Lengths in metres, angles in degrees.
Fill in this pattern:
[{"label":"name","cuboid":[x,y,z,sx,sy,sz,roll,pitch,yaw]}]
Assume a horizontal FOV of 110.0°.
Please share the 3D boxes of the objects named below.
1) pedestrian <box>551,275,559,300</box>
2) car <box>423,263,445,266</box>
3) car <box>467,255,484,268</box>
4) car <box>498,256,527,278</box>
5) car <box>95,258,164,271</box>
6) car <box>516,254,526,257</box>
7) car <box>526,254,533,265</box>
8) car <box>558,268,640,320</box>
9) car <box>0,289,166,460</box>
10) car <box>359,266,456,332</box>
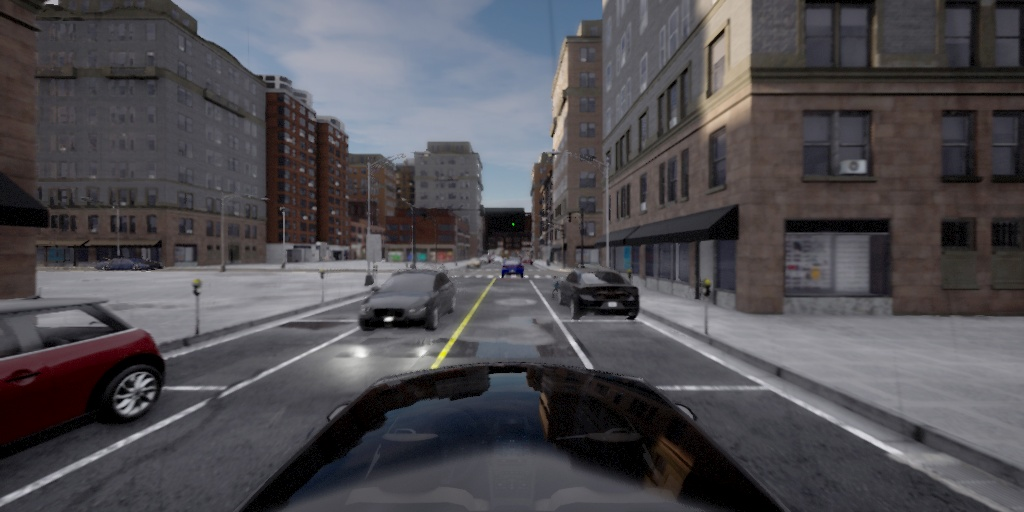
[{"label":"pedestrian","cuboid":[1.887,1.333,15.183,0.500,1.100,0.500,0,0,-8]},{"label":"car","cuboid":[-5.382,1.148,24.431,2.007,1.370,4.403,0,0,0]},{"label":"car","cuboid":[-5.375,0.944,51.106,1.751,1.417,4.829,0,0,0]},{"label":"car","cuboid":[0.053,1.028,31.328,1.882,1.535,5.008,0,0,0]},{"label":"car","cuboid":[-38.472,0.890,36.083,5.357,1.411,2.033,0,0,0]},{"label":"car","cuboid":[0.145,0.803,46.236,2.097,1.767,4.553,0,0,-5]},{"label":"car","cuboid":[2.653,0.784,62.597,1.967,1.591,4.097,0,0,0]},{"label":"car","cuboid":[2.753,1.157,12.300,1.882,1.535,5.008,0,0,0]},{"label":"car","cuboid":[-5.387,1.183,2.794,1.967,1.591,4.097,0,0,0]},{"label":"car","cuboid":[-2.842,1.195,10.693,1.837,1.490,4.892,0,0,0]}]
